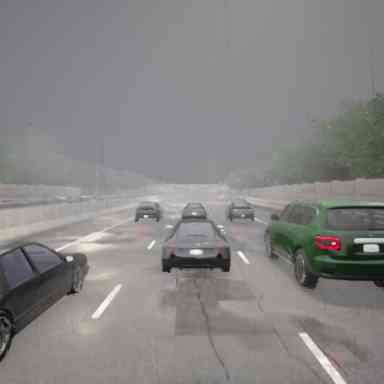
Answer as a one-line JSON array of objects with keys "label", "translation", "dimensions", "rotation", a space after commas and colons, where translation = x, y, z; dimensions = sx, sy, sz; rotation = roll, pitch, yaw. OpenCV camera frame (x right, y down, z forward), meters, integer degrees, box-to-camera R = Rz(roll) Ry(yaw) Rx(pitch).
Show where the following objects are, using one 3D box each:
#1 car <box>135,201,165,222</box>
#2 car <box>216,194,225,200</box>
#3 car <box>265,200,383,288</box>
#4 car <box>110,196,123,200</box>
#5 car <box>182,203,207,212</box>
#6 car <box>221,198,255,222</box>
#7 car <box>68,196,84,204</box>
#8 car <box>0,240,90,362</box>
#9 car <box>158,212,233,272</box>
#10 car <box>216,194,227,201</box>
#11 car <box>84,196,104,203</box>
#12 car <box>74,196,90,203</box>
[{"label": "car", "translation": [-3.315, 1.520, 26.467], "dimensions": [1.837, 1.490, 4.892], "rotation": [0, 0, 0]}, {"label": "car", "translation": [7.907, 1.320, 92.334], "dimensions": [2.097, 1.767, 4.553], "rotation": [0, 0, 1]}, {"label": "car", "translation": [3.614, 1.226, 9.379], "dimensions": [2.150, 2.045, 5.566], "rotation": [0, 0, 0]}, {"label": "car", "translation": [-13.644, 1.535, 60.158], "dimensions": [2.128, 1.511, 4.902], "rotation": [0, 0, 1]}, {"label": "car", "translation": [0.187, 1.579, 26.856], "dimensions": [1.994, 1.385, 4.181], "rotation": [0, 0, 0]}, {"label": "car", "translation": [3.683, 1.507, 26.240], "dimensions": [2.128, 1.511, 4.902], "rotation": [0, 0, 0]}, {"label": "car", "translation": [-20.641, 1.544, 59.815], "dimensions": [1.837, 1.490, 4.892], "rotation": [0, 0, 1]}, {"label": "car", "translation": [-3.394, 1.550, 5.661], "dimensions": [2.033, 1.411, 5.357], "rotation": [0, 0, 0]}, {"label": "car", "translation": [0.118, 1.570, 10.843], "dimensions": [1.994, 1.385, 4.181], "rotation": [0, 0, 0]}, {"label": "car", "translation": [7.596, 1.415, 82.158], "dimensions": [1.882, 1.535, 5.008], "rotation": [0, 0, 3]}, {"label": "car", "translation": [-17.147, 1.535, 59.779], "dimensions": [2.128, 1.511, 4.902], "rotation": [0, 0, 1]}, {"label": "car", "translation": [-23.337, 1.619, 70.550], "dimensions": [1.895, 1.301, 4.718], "rotation": [0, 0, -2]}]
